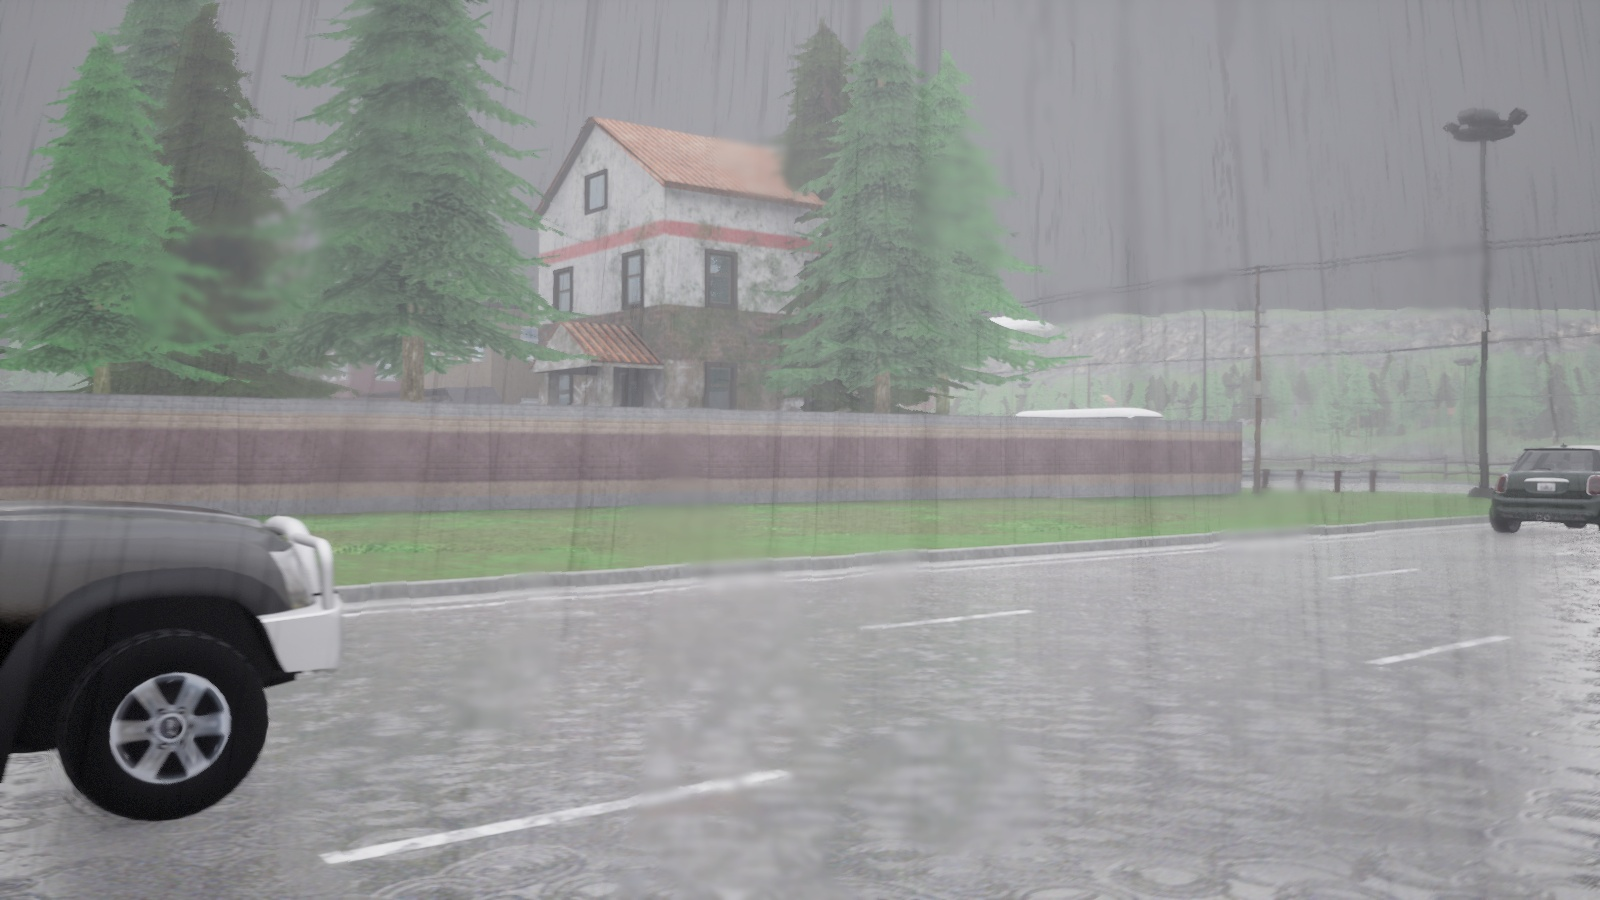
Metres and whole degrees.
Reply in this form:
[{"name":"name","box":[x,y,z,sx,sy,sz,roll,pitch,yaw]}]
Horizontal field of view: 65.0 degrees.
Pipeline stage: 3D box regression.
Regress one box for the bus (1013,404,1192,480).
[{"name":"bus","box":[18.049,-0.451,75.728,3.944,4.253,10.273,0,0,-37]}]

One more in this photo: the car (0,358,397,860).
[{"name":"car","box":[-4.199,0.587,4.949,4.605,1.855,1.932,0,0,-35]}]

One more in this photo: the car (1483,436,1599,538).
[{"name":"car","box":[15.116,0.637,23.811,4.553,1.767,2.097,0,0,-37]}]
